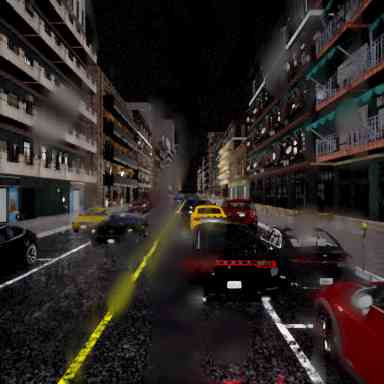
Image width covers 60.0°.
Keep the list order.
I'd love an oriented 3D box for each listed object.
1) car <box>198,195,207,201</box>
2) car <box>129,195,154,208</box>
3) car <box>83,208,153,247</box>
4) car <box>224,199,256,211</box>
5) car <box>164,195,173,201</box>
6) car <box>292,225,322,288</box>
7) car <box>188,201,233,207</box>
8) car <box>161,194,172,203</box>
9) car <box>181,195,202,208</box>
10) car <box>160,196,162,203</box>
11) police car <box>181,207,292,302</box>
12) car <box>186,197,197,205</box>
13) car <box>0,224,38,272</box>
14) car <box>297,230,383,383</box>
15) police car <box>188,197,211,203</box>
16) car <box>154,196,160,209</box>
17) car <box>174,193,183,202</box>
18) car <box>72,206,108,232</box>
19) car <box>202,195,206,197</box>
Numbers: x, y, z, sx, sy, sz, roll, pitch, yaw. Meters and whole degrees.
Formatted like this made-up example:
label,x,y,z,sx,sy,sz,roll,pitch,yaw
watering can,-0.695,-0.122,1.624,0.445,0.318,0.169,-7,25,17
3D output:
label,x,y,z,sx,sy,sz,roll,pitch,yaw
car,2.556,1.522,82.097,1.887,1.381,4.507,0,0,0
car,-5.750,1.435,36.997,1.967,1.590,4.097,0,0,0
car,-3.125,1.600,15.081,1.895,1.301,4.718,0,0,0
car,2.660,1.314,20.097,2.192,1.841,5.009,0,0,0
car,-5.824,1.522,82.088,1.887,1.381,4.507,0,0,0
car,2.678,1.551,8.824,2.008,1.369,4.403,0,0,0
car,0.870,1.477,18.318,1.882,1.535,5.008,0,0,0
car,-5.805,1.297,70.815,2.192,1.841,5.009,0,0,0
car,-0.060,1.484,45.406,2.128,1.511,4.902,0,0,0
car,-5.769,1.573,48.270,1.802,1.307,4.206,0,0,0
police car,0.749,1.424,8.434,1.930,1.638,5.238,0,0,0
car,-0.098,1.551,58.868,1.994,1.385,4.181,0,0,0
car,-5.704,1.566,8.813,1.947,1.339,4.313,0,0,0
car,2.687,1.440,3.189,1.967,1.590,4.097,0,0,0
police car,0.860,1.423,24.428,1.930,1.638,5.238,0,0,0
car,-5.758,1.308,42.633,2.192,1.841,5.009,0,0,0
car,-3.118,1.200,78.173,2.150,2.045,5.566,0,0,0
car,-5.722,1.524,19.917,1.752,1.417,4.829,0,0,0
car,2.574,1.508,70.995,1.752,1.417,4.829,0,0,0
